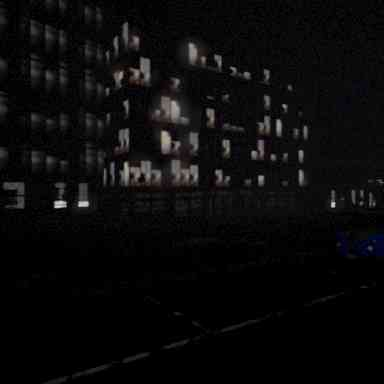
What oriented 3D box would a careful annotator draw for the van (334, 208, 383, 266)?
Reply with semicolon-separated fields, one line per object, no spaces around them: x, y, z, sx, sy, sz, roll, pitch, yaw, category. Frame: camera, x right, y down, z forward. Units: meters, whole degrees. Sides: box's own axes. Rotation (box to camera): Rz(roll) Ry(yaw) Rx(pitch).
6.448;1.432;11.182;3.998;1.788;1.690;1;-1;-36;van
